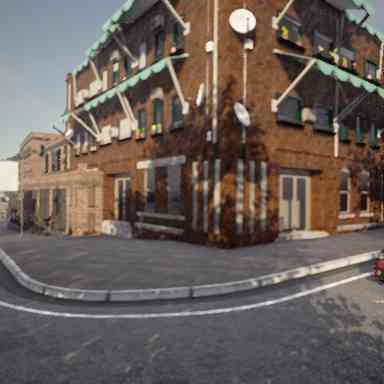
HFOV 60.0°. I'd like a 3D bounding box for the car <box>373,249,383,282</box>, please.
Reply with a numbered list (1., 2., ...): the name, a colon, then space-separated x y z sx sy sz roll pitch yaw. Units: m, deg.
1. car: 6.345 1.544 8.284 4.181 1.385 1.994 0 0 -36
